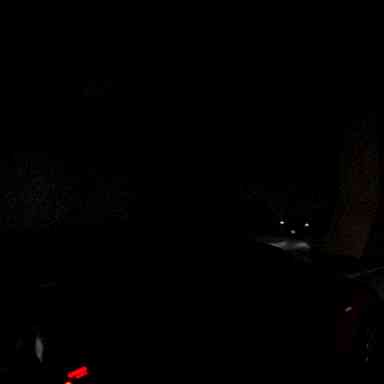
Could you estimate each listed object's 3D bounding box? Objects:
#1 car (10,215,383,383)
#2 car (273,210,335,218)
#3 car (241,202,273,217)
[{"bbox_3d":[0.434,1.356,4.054,4.553,1.767,2.097,0,0,-36],"label":"car"},{"bbox_3d":[6.687,1.624,17.354,4.718,1.301,1.895,0,0,-35],"label":"car"},{"bbox_3d":[2.601,1.371,18.740,4.553,1.767,2.097,0,0,-35],"label":"car"}]
